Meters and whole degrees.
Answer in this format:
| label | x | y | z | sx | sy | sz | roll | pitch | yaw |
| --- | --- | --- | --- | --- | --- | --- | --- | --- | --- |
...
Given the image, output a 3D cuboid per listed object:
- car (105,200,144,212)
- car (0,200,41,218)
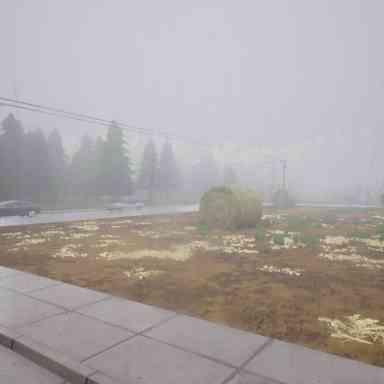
| label | x | y | z | sx | sy | sz | roll | pitch | yaw |
| --- | --- | --- | --- | --- | --- | --- | --- | --- | --- |
| car | -8.032 | 1.628 | 39.784 | 1.895 | 1.301 | 4.718 | 0 | 0 | 37 |
| car | -15.883 | 1.531 | 29.188 | 1.837 | 1.490 | 4.892 | 0 | 0 | 37 |
